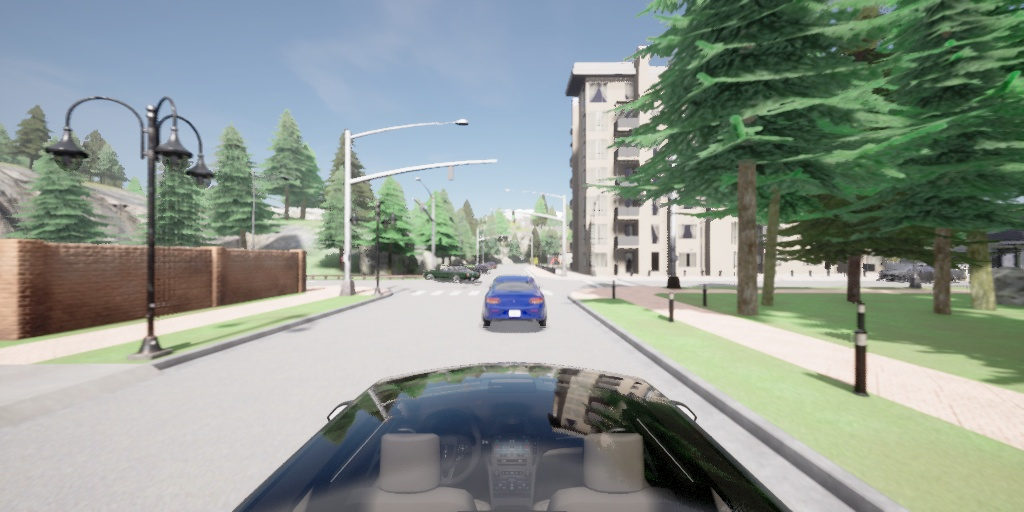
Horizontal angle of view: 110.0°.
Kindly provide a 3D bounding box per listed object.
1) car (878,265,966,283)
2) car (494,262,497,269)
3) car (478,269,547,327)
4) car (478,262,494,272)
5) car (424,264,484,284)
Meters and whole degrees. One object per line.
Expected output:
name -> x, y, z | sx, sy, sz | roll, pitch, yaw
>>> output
car -> 33.232, 1.451, 29.105 | 5.357, 1.411, 2.033 | 0, 0, 1
car -> -3.591, 1.645, 61.511 | 1.994, 1.385, 4.181 | 0, 0, 1
car -> 0.081, 1.325, 11.584 | 1.812, 1.442, 4.674 | 0, 0, 0
car -> -3.751, 1.603, 45.806 | 1.895, 1.301, 4.718 | 0, 0, 1
car -> -4.964, 1.504, 29.266 | 4.718, 1.301, 1.895 | 0, -1, 34
